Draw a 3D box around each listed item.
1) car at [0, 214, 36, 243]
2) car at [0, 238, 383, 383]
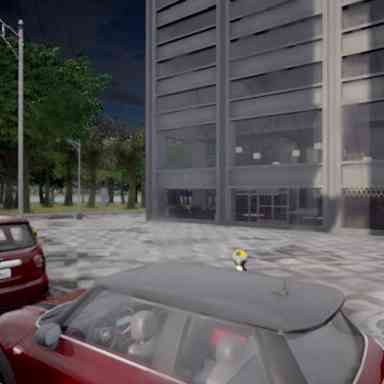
[{"bbox_3d":[-4.802,1.322,6.386,5.009,1.841,2.192,0,0,35],"label":"car"},{"bbox_3d":[-0.374,1.442,3.229,4.097,1.590,1.967,0,0,35],"label":"car"}]
